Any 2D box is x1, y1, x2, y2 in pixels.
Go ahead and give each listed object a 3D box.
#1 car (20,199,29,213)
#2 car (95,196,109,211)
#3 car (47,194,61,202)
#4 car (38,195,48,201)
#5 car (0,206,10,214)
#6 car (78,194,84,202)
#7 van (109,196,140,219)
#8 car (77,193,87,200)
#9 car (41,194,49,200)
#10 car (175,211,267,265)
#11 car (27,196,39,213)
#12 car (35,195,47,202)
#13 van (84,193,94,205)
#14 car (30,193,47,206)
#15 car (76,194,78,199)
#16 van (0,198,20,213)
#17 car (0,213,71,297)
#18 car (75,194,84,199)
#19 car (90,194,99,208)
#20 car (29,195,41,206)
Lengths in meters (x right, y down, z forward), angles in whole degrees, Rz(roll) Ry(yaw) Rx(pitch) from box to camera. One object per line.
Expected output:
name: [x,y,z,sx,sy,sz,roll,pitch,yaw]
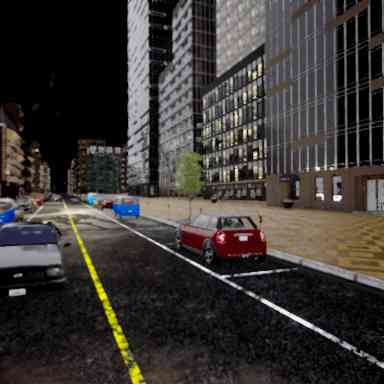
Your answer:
car: [-13.119,1.427,23.893,1.752,1.417,4.829,1,0,-22]
car: [-9.537,1.427,37.503,1.802,1.307,4.206,1,0,-22]
car: [-27.019,1.229,65.866,2.128,1.511,4.902,0,0,-22]
car: [-33.863,1.282,75.765,1.802,1.307,4.206,1,0,-22]
car: [-9.047,1.494,13.707,2.008,1.369,4.403,1,0,-22]
car: [-22.008,1.249,68.690,1.752,1.417,4.829,1,0,-22]
van: [-5.398,1.228,27.162,1.690,1.788,3.998,1,0,-22]
car: [-26.080,1.126,78.876,1.967,1.590,4.097,1,0,-22]
car: [-37.999,1.206,86.109,1.887,1.381,4.507,1,0,-22]
car: [0.804,1.390,11.647,1.967,1.590,4.097,1,0,-22]
car: [-17.318,1.410,34.392,2.008,1.369,4.403,1,0,-22]
car: [-29.727,1.283,65.422,1.887,1.381,4.507,1,0,-22]
van: [-15.739,1.125,53.019,1.690,1.788,3.998,1,0,-22]
car: [-23.519,1.113,49.908,2.192,1.841,5.009,1,0,-22]
car: [-24.014,1.250,73.704,1.887,1.381,4.507,1,0,-22]
van: [-11.112,1.264,18.880,1.690,1.788,3.998,1,0,-22]
car: [-4.310,1.510,8.810,2.033,1.411,5.357,0,0,-22]
car: [-30.217,1.192,89.219,1.887,1.381,4.507,1,0,-22]
car: [-11.668,1.349,42.832,1.752,1.417,4.829,1,0,-22]
car: [-19.323,1.365,39.407,1.752,1.417,4.829,1,0,-22]
